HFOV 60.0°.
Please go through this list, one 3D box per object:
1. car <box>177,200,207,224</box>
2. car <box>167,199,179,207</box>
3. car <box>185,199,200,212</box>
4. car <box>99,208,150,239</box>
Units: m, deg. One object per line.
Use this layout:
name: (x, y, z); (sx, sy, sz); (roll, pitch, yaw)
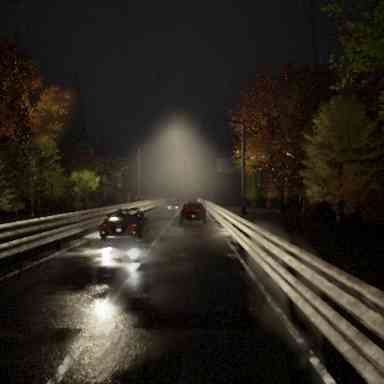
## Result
car: (0.087, 1.507, 25.240); (1.882, 1.535, 5.008); (0, 0, 0)
car: (-3.332, 1.909, 59.235); (1.994, 1.385, 4.181); (0, -1, 0)
car: (0.080, 1.706, 42.324); (1.812, 1.442, 4.674); (0, 0, 0)
car: (-3.357, 1.556, 17.226); (1.994, 1.385, 4.181); (0, 0, 0)
